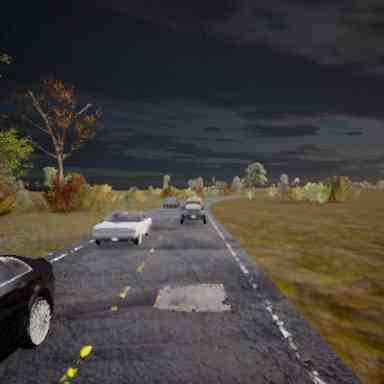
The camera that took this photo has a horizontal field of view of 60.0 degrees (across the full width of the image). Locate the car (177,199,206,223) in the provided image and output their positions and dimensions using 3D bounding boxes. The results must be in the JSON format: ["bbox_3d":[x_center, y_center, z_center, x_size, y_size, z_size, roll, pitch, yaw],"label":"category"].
[{"bbox_3d":[0.096,1.467,24.645,1.812,1.442,4.674,0,0,0],"label":"car"}]

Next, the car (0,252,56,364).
[{"bbox_3d":[-3.095,1.484,3.430,2.128,1.511,4.902,0,0,0],"label":"car"}]

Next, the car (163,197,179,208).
[{"bbox_3d":[-2.697,1.396,44.697,1.837,1.490,4.892,0,1,3],"label":"car"}]

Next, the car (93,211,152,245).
[{"bbox_3d":[-3.057,1.565,15.399,1.895,1.301,4.718,0,0,0],"label":"car"}]

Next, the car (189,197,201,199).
[{"bbox_3d":[0.417,1.370,43.386,1.882,1.535,5.008,0,0,3],"label":"car"}]
